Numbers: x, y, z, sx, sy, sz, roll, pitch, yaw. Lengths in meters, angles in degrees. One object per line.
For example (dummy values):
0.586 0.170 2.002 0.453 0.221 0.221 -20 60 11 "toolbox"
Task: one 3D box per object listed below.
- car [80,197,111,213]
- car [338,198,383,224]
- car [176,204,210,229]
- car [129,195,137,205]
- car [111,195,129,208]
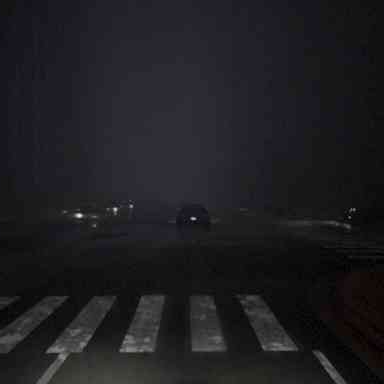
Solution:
-10.629 1.372 36.195 1.882 1.535 5.008 0 0 0 "car"
12.570 1.230 22.976 4.553 1.767 2.097 0 0 0 "car"
0.077 1.452 20.504 1.994 1.385 4.181 0 0 0 "car"
-10.592 1.341 56.247 1.837 1.490 4.892 0 0 1 "car"
-10.635 1.413 46.126 2.033 1.411 5.357 0 0 0 "car"
